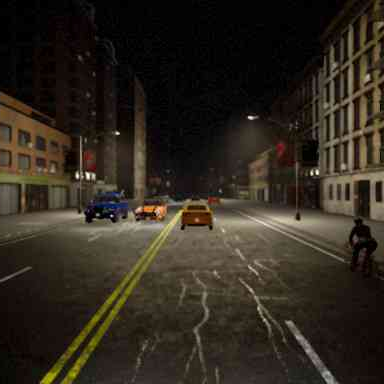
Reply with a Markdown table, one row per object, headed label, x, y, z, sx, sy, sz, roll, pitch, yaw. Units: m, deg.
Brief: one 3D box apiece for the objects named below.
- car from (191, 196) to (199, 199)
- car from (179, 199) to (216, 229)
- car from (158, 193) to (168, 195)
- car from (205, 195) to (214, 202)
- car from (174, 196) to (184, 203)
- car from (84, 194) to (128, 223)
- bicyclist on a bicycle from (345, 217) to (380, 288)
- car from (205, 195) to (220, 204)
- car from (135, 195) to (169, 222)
| label | x | y | z | sx | sy | sz | roll | pitch | yaw |
| --- | --- | --- | --- | --- | --- | --- | --- | --- | --- |
| car | 0.755 | 1.520 | 76.282 | 1.895 | 1.301 | 4.718 | 0 | 0 | 1 |
| car | 0.308 | 1.463 | 21.471 | 1.882 | 1.535 | 5.008 | 0 | 0 | 1 |
| car | -5.842 | 1.146 | 66.953 | 2.150 | 2.045 | 5.566 | 0 | 0 | 1 |
| car | 4.026 | 1.407 | 78.402 | 1.882 | 1.535 | 5.008 | 0 | 0 | 1 |
| car | -2.593 | 1.526 | 66.931 | 1.895 | 1.301 | 4.718 | 0 | 0 | 1 |
| car | -6.355 | 1.191 | 25.291 | 2.150 | 2.045 | 5.566 | 0 | 0 | 1 |
| bicyclist on a bicycle | 4.216 | 1.457 | 8.296 | 0.582 | 1.620 | 1.656 | 0 | 0 | 1 |
| car | 3.940 | 1.304 | 59.916 | 2.097 | 1.767 | 4.553 | 0 | 0 | 1 |
| car | -3.097 | 1.327 | 25.948 | 2.097 | 1.767 | 4.553 | 0 | 0 | 1 |
